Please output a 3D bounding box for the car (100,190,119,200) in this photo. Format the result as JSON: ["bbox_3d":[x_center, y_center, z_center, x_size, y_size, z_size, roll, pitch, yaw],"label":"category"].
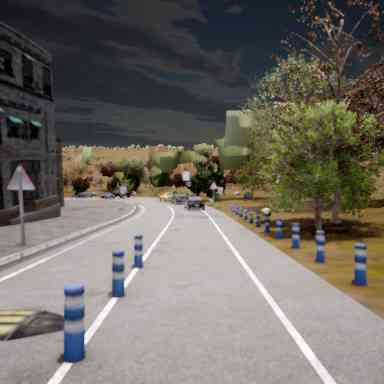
[{"bbox_3d":[-17.649,0.841,69.597,1.994,1.385,4.181,-5,3,-39],"label":"car"}]

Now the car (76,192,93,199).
[{"bbox_3d":[-26.697,0.749,82.467,4.902,1.511,2.128,-2,4,33],"label":"car"}]

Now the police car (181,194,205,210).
[{"bbox_3d":[0.241,1.169,38.840,1.930,1.638,5.238,-1,2,-7],"label":"police car"}]

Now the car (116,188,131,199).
[{"bbox_3d":[-15.412,0.248,71.960,2.150,2.045,5.566,-6,4,-43],"label":"car"}]

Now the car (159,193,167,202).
[{"bbox_3d":[-4.009,0.763,55.048,1.801,1.575,5.366,-3,2,-22],"label":"car"}]

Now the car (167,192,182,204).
[{"bbox_3d":[-1.878,0.970,48.953,1.837,1.490,4.892,-2,2,-16],"label":"car"}]
